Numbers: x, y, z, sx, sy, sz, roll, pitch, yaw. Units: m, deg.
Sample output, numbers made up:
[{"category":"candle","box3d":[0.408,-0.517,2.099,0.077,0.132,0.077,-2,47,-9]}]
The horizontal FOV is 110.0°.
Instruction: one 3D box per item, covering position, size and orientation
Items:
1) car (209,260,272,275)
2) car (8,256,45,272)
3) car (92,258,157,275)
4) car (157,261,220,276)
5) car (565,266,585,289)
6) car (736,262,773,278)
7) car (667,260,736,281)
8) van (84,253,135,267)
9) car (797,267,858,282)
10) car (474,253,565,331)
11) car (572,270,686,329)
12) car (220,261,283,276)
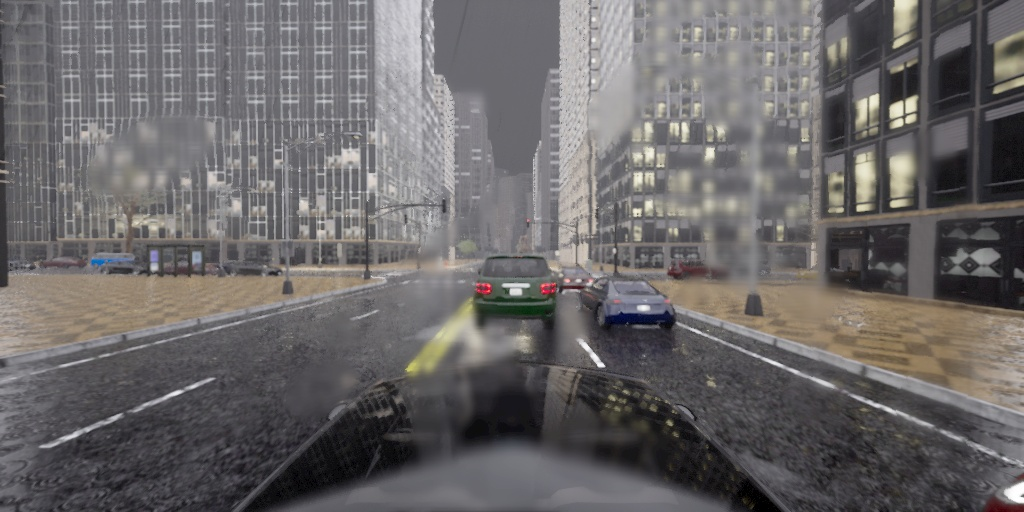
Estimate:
[{"category":"car","box3d":[-26.098,1.109,34.548,4.718,1.301,1.895,1,1,1]},{"category":"car","box3d":[-49.730,0.784,35.065,4.902,1.511,2.128,0,1,2]},{"category":"car","box3d":[-34.121,1.046,32.072,4.313,1.339,1.948,0,0,1]},{"category":"car","box3d":[-28.440,1.115,31.904,4.207,1.307,1.802,0,0,1]},{"category":"car","box3d":[3.337,1.272,20.452,2.033,1.411,5.357,0,0,0]},{"category":"car","box3d":[24.012,1.403,36.929,4.892,1.490,1.837,0,1,1]},{"category":"car","box3d":[16.169,1.244,31.281,5.009,1.841,2.192,0,0,1]},{"category":"van","box3d":[-45.320,0.575,40.723,3.998,1.789,1.690,0,0,1]},{"category":"car","box3d":[27.618,1.553,31.094,4.829,1.417,1.751,0,0,1]},{"category":"car","box3d":[0.092,0.956,11.112,2.150,2.045,5.566,0,0,0]},{"category":"car","box3d":[3.348,1.301,11.201,1.994,1.385,4.181,0,0,-1]},{"category":"car","box3d":[-22.756,1.150,31.776,4.313,1.339,1.948,0,0,1]}]
